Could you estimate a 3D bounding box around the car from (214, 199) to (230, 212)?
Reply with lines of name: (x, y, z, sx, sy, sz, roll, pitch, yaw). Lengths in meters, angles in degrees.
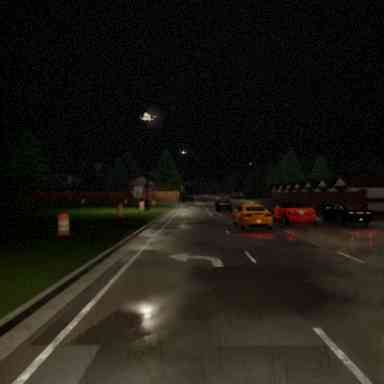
car: (3.847, 1.634, 41.692, 2.128, 1.511, 4.902, 0, 0, 0)

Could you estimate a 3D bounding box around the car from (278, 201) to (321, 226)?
car: (7.381, 1.436, 24.497, 2.097, 1.767, 4.553, 0, 0, 0)

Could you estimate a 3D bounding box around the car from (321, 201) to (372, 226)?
car: (10.882, 1.576, 23.854, 2.128, 1.511, 4.902, 0, 0, 0)

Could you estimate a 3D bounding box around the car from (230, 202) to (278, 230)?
car: (3.887, 1.552, 21.846, 1.882, 1.535, 5.008, 0, 0, 0)

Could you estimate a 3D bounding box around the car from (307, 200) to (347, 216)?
car: (14.359, 1.671, 35.745, 2.033, 1.411, 5.357, 0, 0, 0)
